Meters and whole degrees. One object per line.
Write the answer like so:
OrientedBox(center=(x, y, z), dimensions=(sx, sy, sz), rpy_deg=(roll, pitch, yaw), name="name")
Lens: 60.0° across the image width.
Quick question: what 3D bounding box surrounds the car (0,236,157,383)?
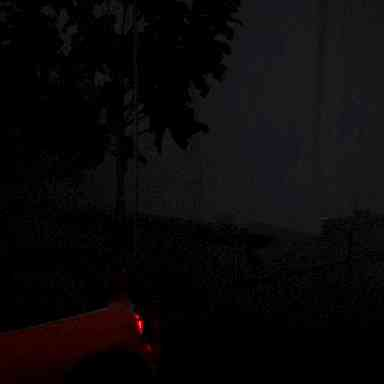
OrientedBox(center=(-2.648, 1.352, 2.715), dimensions=(4.553, 1.767, 2.097), rpy_deg=(0, 0, -35), name="car")
